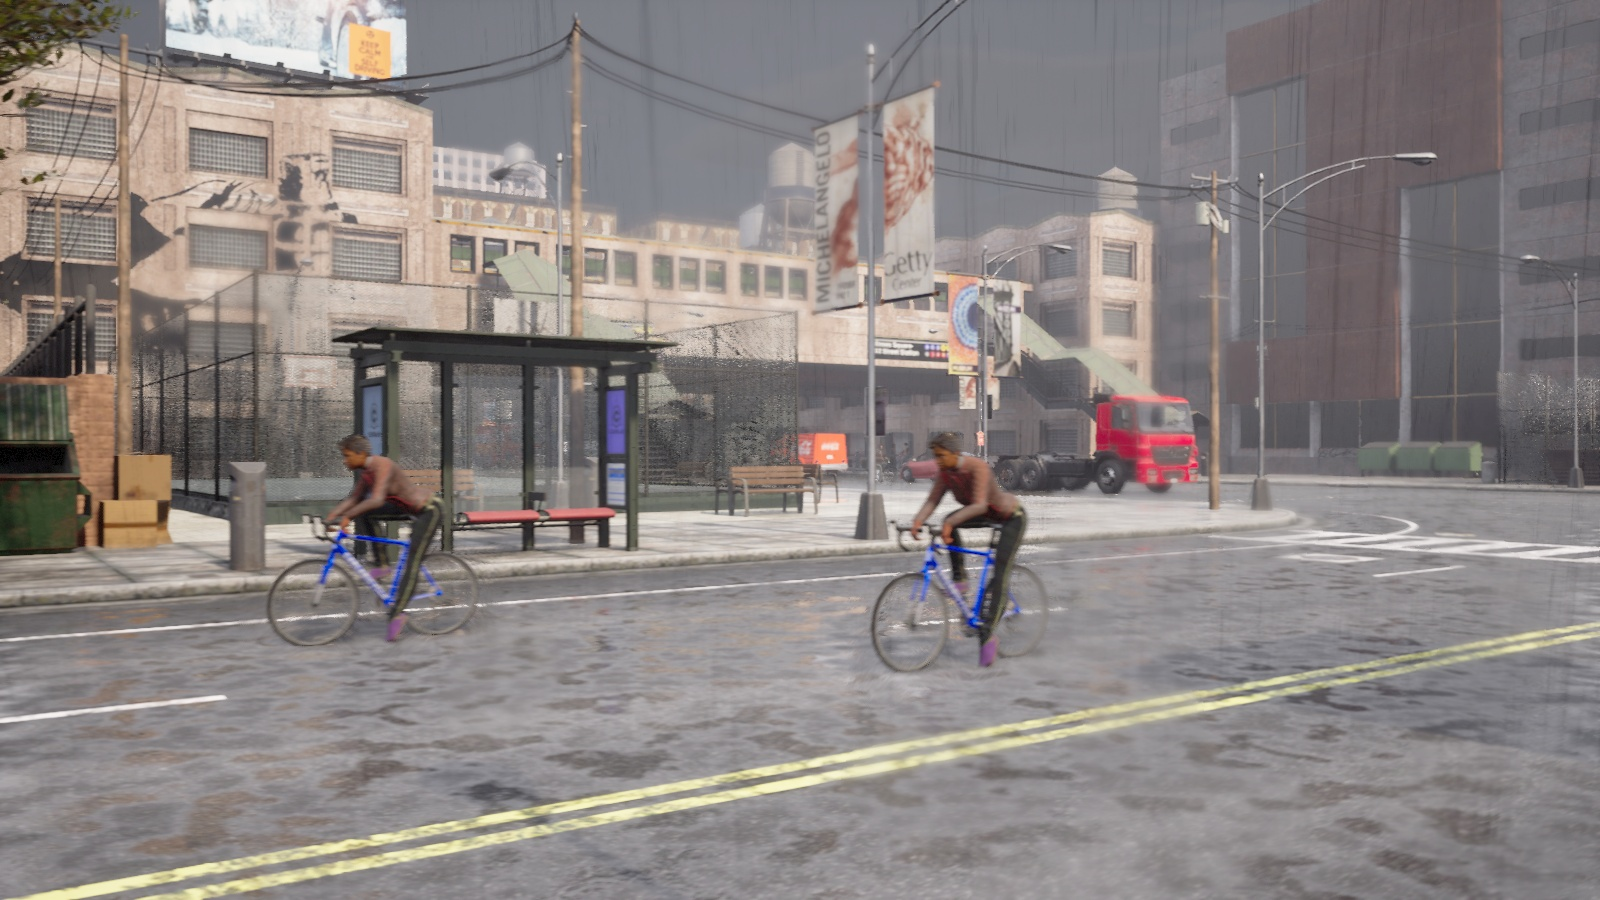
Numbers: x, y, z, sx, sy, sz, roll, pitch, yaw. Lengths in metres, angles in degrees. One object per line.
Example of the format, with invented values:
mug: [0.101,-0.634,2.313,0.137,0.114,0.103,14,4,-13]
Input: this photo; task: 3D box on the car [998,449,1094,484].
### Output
car: [11.085,0.723,56.814,1.816,1.474,4.193,0,0,-34]

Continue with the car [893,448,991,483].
car: [6.436,0.684,57.409,2.007,1.525,4.514,0,0,-34]

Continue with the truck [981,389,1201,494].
truck: [10.345,-0.274,45.552,2.891,3.462,7.936,0,0,-34]

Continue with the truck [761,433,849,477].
truck: [0.218,0.294,72.776,2.627,2.467,5.204,0,0,-34]

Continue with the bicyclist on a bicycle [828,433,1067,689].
bicyclist on a bicycle: [1.040,0.697,8.656,1.656,1.620,0.582,-1,0,-35]

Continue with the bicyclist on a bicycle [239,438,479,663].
bicyclist on a bicycle: [-3.423,0.723,9.809,1.656,1.620,0.582,-1,0,-35]
